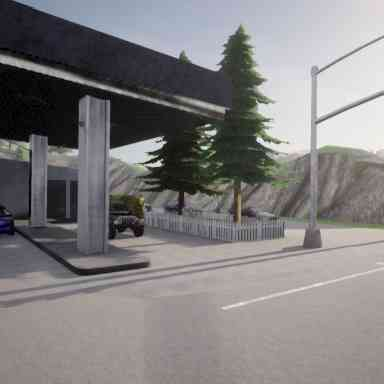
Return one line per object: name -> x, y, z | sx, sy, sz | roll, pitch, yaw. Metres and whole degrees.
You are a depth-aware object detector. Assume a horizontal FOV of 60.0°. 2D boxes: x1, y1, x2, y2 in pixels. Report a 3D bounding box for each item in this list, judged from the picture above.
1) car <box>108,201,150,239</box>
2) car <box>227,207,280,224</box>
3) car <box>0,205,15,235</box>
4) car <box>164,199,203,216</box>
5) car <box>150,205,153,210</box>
car -> -4.248, 1.448, 18.395 | 1.905, 1.878, 3.866 | 1, 0, -35
car -> 4.548, 1.815, 24.883 | 1.994, 1.385, 4.181 | 1, 0, -35
car -> -11.376, 1.525, 18.673 | 2.242, 1.667, 4.611 | 1, 0, -35
car -> -0.856, 1.541, 32.721 | 2.097, 1.767, 4.553 | 1, 0, -35
car -> -6.889, 1.666, 41.467 | 2.033, 1.411, 5.357 | 1, 0, -34
